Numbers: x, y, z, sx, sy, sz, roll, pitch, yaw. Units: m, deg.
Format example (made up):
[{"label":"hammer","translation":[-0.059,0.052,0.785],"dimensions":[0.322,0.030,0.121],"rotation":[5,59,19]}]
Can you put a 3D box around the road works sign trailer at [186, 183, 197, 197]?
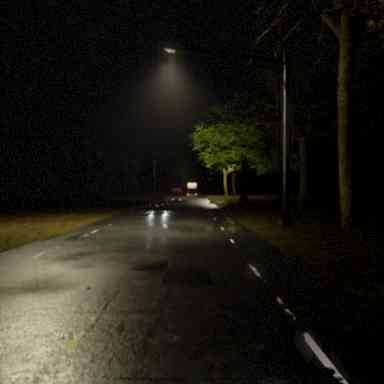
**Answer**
[{"label":"road works sign trailer","translation":[0.038,-0.605,85.030],"dimensions":[2.380,3.560,2.880],"rotation":[0,2,0]}]

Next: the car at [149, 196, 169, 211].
[{"label":"car","translation":[-3.577,1.199,36.598],"dimensions":[1.837,1.490,4.892],"rotation":[0,1,0]}]

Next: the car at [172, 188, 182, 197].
[{"label":"car","translation":[-3.465,0.141,77.795],"dimensions":[2.150,2.045,5.566],"rotation":[0,1,0]}]
